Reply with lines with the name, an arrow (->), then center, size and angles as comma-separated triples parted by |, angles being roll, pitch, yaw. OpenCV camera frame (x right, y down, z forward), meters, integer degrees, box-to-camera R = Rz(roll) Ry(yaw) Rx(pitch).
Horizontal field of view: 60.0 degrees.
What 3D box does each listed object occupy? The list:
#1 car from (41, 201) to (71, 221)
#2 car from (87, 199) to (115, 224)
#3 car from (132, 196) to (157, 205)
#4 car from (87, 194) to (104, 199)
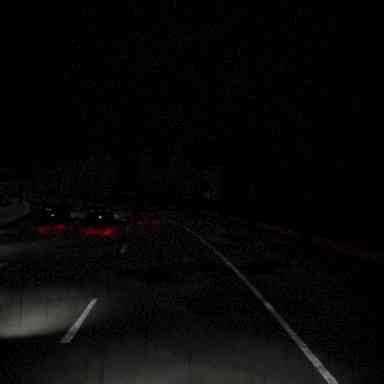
car -> -11.037, 1.518, 27.143 | 2.128, 1.511, 4.902 | 0, 0, -16
car -> -6.853, 1.507, 25.051 | 2.128, 1.511, 4.902 | 0, 0, -14
car -> -4.124, 1.082, 28.669 | 2.033, 1.649, 4.856 | 0, 0, -15
car -> -16.381, 1.046, 56.503 | 2.097, 1.767, 4.553 | 0, 0, -31
